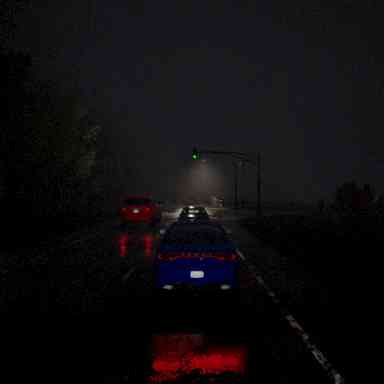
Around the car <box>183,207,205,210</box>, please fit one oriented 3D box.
[{"bbox_3d":[0.112,1.573,19.747,2.033,1.411,5.357,0,0,0],"label":"car"}]

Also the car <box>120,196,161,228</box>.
[{"bbox_3d":[-3.395,1.250,22.844,2.150,2.045,5.566,0,0,0],"label":"car"}]

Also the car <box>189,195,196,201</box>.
[{"bbox_3d":[0.011,1.589,88.987,1.837,1.490,4.892,0,0,0],"label":"car"}]

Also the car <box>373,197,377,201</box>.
[{"bbox_3d":[19.908,1.538,40.683,5.566,2.045,2.150,1,-1,0],"label":"car"}]

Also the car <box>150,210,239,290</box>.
[{"bbox_3d":[0.101,1.489,9.132,1.882,1.535,5.008,0,0,0],"label":"car"}]

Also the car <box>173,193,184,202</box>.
[{"bbox_3d":[-3.488,1.439,81.657,2.097,1.767,4.553,0,0,0],"label":"car"}]
